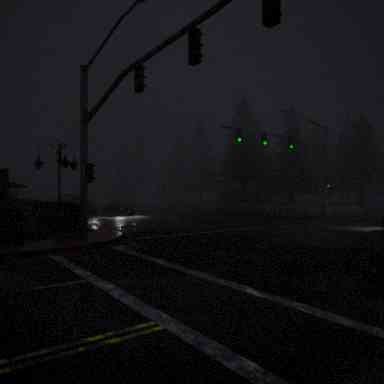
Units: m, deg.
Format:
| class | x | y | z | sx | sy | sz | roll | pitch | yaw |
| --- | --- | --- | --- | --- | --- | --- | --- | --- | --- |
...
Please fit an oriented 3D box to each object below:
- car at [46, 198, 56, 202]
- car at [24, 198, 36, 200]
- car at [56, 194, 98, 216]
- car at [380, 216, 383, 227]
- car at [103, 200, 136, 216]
| class | x | y | z | sx | sy | sz | roll | pitch | yaw |
| --- | --- | --- | --- | --- | --- | --- | --- | --- | --- |
| car | -21.766 | 1.600 | 52.416 | 1.895 | 1.301 | 4.718 | 0 | 0 | -36 |
| car | -24.982 | 1.564 | 50.880 | 1.994 | 1.385 | 4.181 | 0 | 0 | -36 |
| car | -10.991 | 1.220 | 32.102 | 2.150 | 2.045 | 5.566 | 0 | 0 | -37 |
| car | 12.763 | 1.524 | 17.947 | 1.812 | 1.442 | 4.674 | 0 | 0 | -36 |
| car | -7.254 | 1.525 | 32.985 | 1.812 | 1.442 | 4.674 | 0 | 0 | -37 |
